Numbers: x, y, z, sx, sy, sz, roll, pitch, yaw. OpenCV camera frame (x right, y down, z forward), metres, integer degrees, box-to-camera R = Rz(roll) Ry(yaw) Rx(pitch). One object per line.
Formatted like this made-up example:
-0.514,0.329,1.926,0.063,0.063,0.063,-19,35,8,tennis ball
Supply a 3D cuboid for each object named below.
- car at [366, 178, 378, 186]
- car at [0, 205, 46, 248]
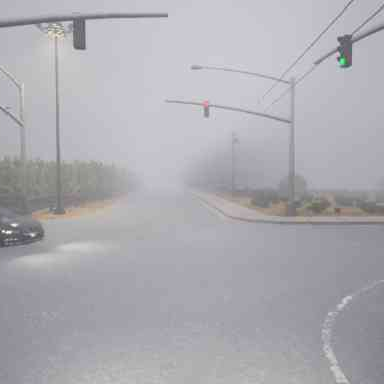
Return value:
42.121,-2.288,77.596,1.905,1.878,3.866,10,10,41,car
-7.413,1.124,11.515,4.892,1.490,1.837,0,1,19,car
